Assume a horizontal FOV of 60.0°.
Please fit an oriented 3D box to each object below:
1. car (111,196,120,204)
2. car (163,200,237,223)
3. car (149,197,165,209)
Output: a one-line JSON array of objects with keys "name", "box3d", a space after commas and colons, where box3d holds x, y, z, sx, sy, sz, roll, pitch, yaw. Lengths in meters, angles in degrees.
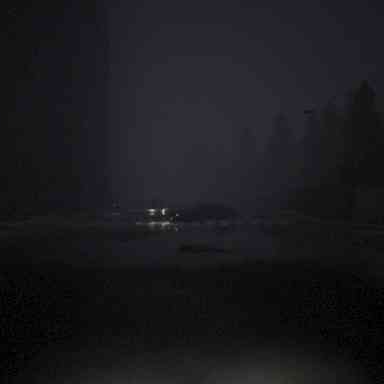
[{"name": "car", "box3d": [-16.001, 1.538, 63.787, 4.892, 1.490, 1.837, 1, 0, 32]}, {"name": "car", "box3d": [0.844, 1.505, 25.195, 5.357, 1.411, 2.033, 0, 0, -29]}, {"name": "car", "box3d": [-4.696, 1.480, 45.063, 1.837, 1.490, 4.892, 0, 0, -7]}]
